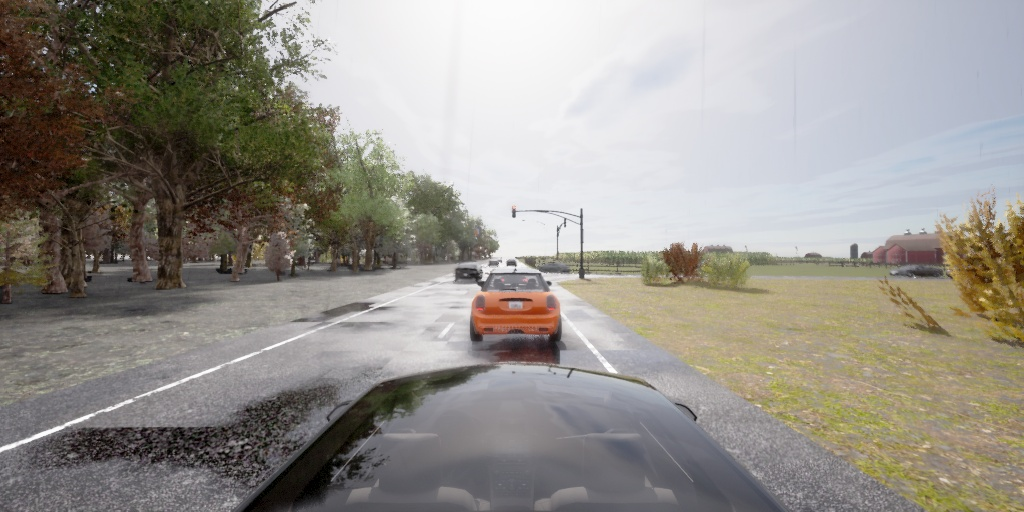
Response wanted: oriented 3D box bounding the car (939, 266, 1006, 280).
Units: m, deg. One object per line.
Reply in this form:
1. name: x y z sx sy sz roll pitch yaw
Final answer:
1. car: 48.883 1.772 37.669 4.902 1.511 2.128 1 -1 1

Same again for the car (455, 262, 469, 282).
1. car: -3.475 1.233 29.330 1.882 1.535 5.008 0 0 0

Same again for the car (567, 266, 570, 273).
1. car: 5.071 1.450 44.243 4.181 1.385 1.994 1 0 33

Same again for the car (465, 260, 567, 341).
1. car: 0.079 1.104 9.993 2.097 1.767 4.553 0 0 0

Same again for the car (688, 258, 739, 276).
1. car: 23.128 1.281 41.349 5.566 2.045 2.150 1 -1 0

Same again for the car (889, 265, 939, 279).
1. car: 46.452 1.808 41.264 4.902 1.511 2.128 1 -1 0
